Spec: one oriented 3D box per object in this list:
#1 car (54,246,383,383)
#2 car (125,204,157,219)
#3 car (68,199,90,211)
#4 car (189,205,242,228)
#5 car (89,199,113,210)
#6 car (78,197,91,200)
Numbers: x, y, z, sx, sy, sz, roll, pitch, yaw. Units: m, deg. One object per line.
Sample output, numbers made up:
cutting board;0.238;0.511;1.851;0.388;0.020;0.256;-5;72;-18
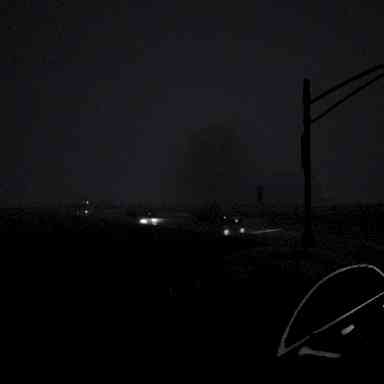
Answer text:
car;0.966;1.503;3.875;4.892;1.490;1.837;0;1;-40
car;-5.414;2.009;34.998;1.994;1.385;4.181;-1;0;-36
car;-18.493;2.305;53.393;2.033;1.411;5.357;-1;0;-36
car;1.662;1.771;25.126;2.128;1.511;4.902;-1;0;-36
car;-14.369;2.153;53.812;2.128;1.511;4.902;-1;0;-35
car;-20.425;2.027;62.250;2.150;2.045;5.566;-1;0;-36
